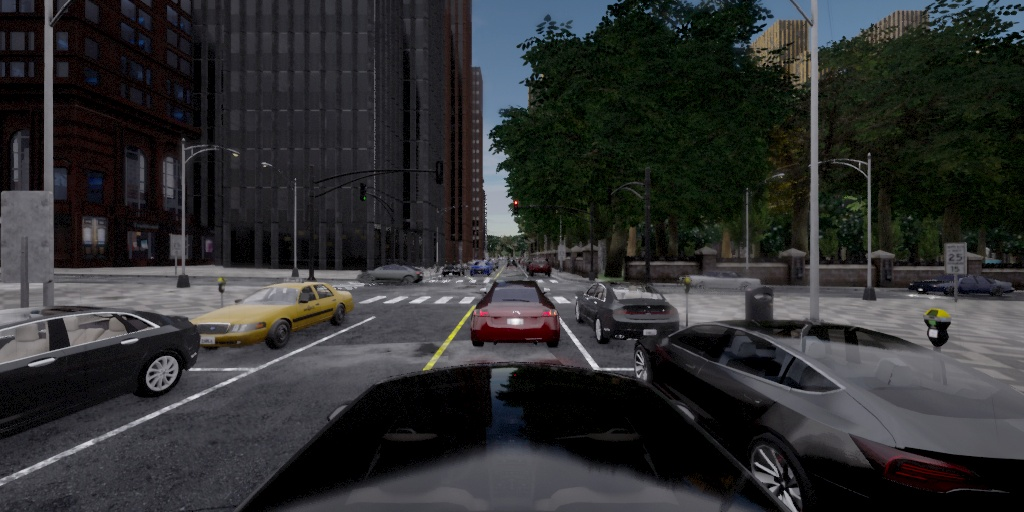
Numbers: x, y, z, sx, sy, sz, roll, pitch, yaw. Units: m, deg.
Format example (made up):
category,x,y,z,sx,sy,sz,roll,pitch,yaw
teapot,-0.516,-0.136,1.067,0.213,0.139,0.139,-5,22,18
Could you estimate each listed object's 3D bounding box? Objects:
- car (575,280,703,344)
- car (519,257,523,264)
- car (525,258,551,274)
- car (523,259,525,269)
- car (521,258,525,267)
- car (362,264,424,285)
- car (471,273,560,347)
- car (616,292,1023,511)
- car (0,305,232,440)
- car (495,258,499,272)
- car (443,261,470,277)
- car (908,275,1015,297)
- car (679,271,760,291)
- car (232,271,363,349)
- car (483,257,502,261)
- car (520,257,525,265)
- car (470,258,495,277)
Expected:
category,x,y,z,sx,sy,sz,roll,pitch,yaw
car,2.763,1.301,9.361,2.007,1.370,4.403,0,0,0
car,2.767,1.233,63.307,1.967,1.591,4.097,0,0,0
car,2.765,1.077,36.025,2.192,1.841,5.009,0,0,0
car,2.766,1.340,46.938,1.948,1.339,4.313,0,0,0
car,2.766,1.331,52.394,2.007,1.370,4.403,0,0,0
car,-8.060,1.196,24.040,4.181,1.385,1.994,1,0,0
car,0.081,1.314,9.356,1.994,1.385,4.181,0,0,0
car,2.763,1.316,3.848,1.948,1.339,4.313,0,0,0
car,-5.762,1.300,3.840,2.007,1.370,4.403,0,0,0
car,-3.088,1.338,46.597,1.994,1.385,4.181,0,0,0
car,-5.760,1.328,36.017,1.948,1.339,4.313,0,0,0
car,30.306,1.946,24.245,5.357,1.411,2.033,1,0,0
car,13.787,1.659,24.159,4.718,1.301,1.895,1,0,0
car,-5.762,1.276,9.182,1.751,1.417,4.829,0,0,0
car,-3.080,1.277,56.642,2.128,1.511,4.902,0,0,0
car,2.767,1.337,57.851,2.007,1.370,4.403,0,0,0
car,-3.089,1.240,36.632,1.882,1.535,5.008,0,0,0
